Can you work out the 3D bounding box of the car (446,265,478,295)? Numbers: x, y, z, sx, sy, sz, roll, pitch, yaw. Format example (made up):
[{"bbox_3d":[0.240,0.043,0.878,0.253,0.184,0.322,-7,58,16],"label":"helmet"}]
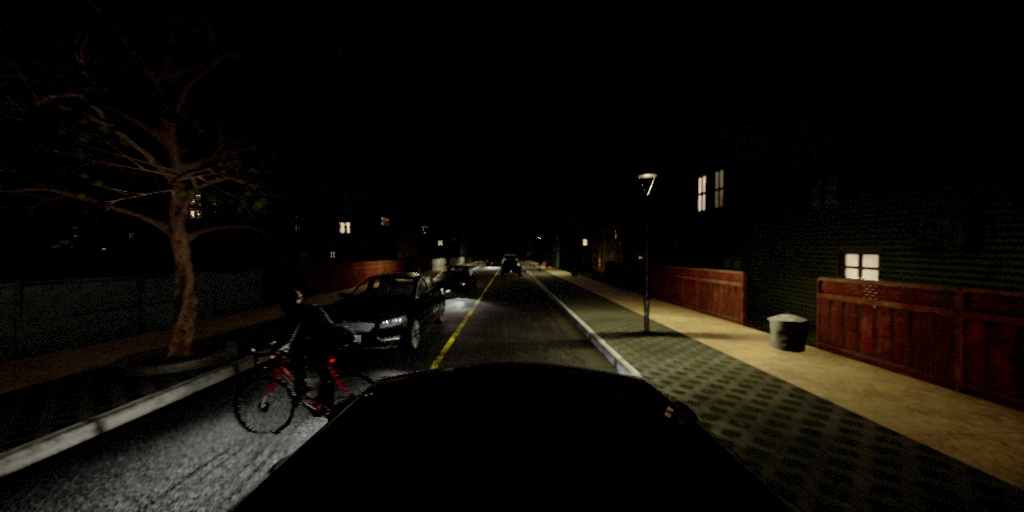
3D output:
[{"bbox_3d":[-2.934,1.210,19.246,2.033,1.411,5.357,0,0,0],"label":"car"}]

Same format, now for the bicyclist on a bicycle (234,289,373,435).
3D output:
[{"bbox_3d":[-2.286,1.192,3.989,1.656,1.620,0.582,-2,0,0],"label":"bicyclist on a bicycle"}]

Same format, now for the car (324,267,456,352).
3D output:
[{"bbox_3d":[-2.882,1.206,8.864,2.128,1.511,4.902,0,0,0],"label":"car"}]

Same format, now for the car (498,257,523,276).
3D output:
[{"bbox_3d":[-0.089,1.093,33.746,1.837,1.490,4.892,0,0,0],"label":"car"}]

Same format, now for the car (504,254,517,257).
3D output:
[{"bbox_3d":[-0.168,0.750,46.882,2.150,2.045,5.566,0,1,0],"label":"car"}]

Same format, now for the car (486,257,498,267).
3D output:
[{"bbox_3d":[-3.158,0.961,58.479,2.128,1.511,4.902,0,0,0],"label":"car"}]
